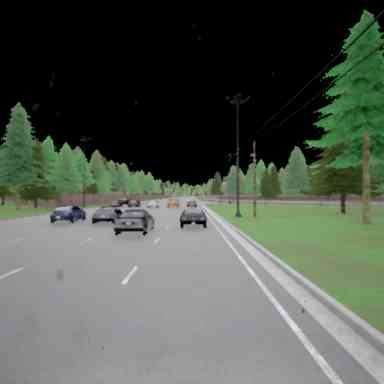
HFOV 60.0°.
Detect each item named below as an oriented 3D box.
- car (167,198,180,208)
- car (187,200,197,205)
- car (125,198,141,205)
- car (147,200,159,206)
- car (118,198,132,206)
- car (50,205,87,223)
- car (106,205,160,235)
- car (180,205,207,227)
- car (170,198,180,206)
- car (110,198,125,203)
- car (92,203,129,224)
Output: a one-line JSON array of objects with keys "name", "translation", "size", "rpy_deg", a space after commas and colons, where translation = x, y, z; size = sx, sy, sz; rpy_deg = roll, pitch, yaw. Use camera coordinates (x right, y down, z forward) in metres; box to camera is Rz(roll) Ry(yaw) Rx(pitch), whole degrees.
[{"name": "car", "translation": [-3.509, 2.009, 61.233], "size": [2.097, 1.767, 4.553], "rpy_deg": [0, -1, 0]}, {"name": "car", "translation": [-0.009, 2.221, 61.261], "size": [1.994, 1.385, 4.181], "rpy_deg": [0, -1, 0]}, {"name": "car", "translation": [-10.509, 2.178, 60.843], "size": [1.812, 1.442, 4.674], "rpy_deg": [0, -1, 0]}, {"name": "car", "translation": [-7.009, 2.174, 60.427], "size": [1.812, 1.442, 4.674], "rpy_deg": [0, -1, 0]}, {"name": "car", "translation": [-14.011, 2.060, 70.014], "size": [1.882, 1.535, 5.008], "rpy_deg": [0, -1, 0]}, {"name": "car", "translation": [-10.403, 1.827, 28.148], "size": [1.812, 1.442, 4.674], "rpy_deg": [0, 0, 0]}, {"name": "car", "translation": [-3.402, 1.766, 20.289], "size": [2.033, 1.411, 5.357], "rpy_deg": [0, -1, 0]}, {"name": "car", "translation": [0.095, 1.867, 24.714], "size": [1.895, 1.301, 4.718], "rpy_deg": [0, -1, 0]}, {"name": "car", "translation": [-3.511, 2.108, 70.016], "size": [1.812, 1.442, 4.674], "rpy_deg": [0, -1, 0]}, {"name": "car", "translation": [-14.009, 2.220, 61.259], "size": [1.994, 1.385, 4.181], "rpy_deg": [0, -1, 0]}, {"name": "car", "translation": [-6.904, 1.864, 27.854], "size": [1.994, 1.385, 4.181], "rpy_deg": [0, -1, 0]}]
